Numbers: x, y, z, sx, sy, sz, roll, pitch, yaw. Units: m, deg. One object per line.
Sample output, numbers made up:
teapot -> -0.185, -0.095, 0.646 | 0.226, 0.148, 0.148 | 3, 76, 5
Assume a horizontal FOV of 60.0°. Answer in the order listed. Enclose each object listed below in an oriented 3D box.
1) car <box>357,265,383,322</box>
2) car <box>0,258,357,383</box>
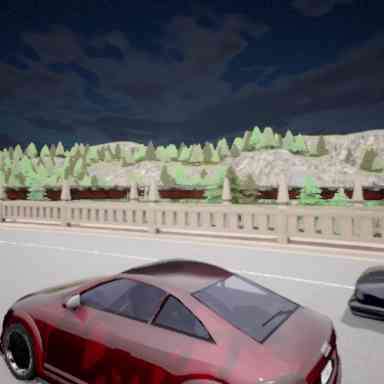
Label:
car -> 5.152, 1.514, 4.527 | 5.357, 1.411, 2.033 | 0, 0, 36
car -> -0.476, 1.552, 4.060 | 4.181, 1.385, 1.994 | 0, 0, 34
